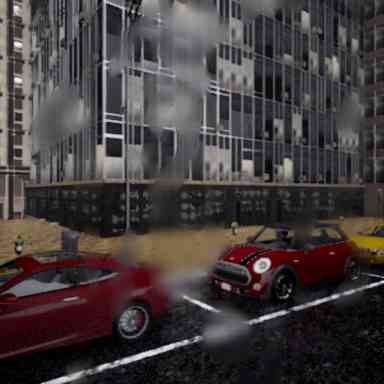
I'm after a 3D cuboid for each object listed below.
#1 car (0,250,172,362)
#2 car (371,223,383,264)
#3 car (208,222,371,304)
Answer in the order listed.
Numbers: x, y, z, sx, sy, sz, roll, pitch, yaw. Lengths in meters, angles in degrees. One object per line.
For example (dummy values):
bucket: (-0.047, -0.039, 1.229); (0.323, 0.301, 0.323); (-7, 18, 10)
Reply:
car: (-2.276, 1.591, 4.944); (4.206, 1.307, 1.802); (1, -1, -35)
car: (6.840, 1.649, 11.447); (4.829, 1.417, 1.752); (1, -1, -35)
car: (2.352, 1.508, 8.247); (4.097, 1.590, 1.967); (1, -1, -35)
